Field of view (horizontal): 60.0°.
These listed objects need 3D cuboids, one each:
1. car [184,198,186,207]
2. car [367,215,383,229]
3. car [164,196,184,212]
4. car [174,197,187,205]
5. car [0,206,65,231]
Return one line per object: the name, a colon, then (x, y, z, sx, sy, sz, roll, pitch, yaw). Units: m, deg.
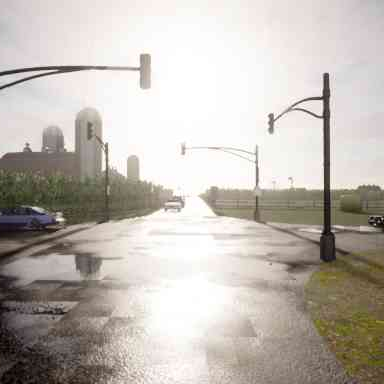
car: (-2.177, 1.406, 49.987, 2.097, 1.767, 4.553, 0, 0, 1)
car: (13.933, 1.786, 21.329, 4.718, 1.301, 1.895, 0, -1, 0)
car: (-2.271, 1.565, 40.160, 1.812, 1.442, 4.674, 0, 0, 1)
car: (-2.060, 1.621, 60.168, 2.033, 1.411, 5.357, 0, 0, 1)
car: (-10.458, 1.517, 19.840, 5.357, 1.411, 2.033, 1, -1, -2)
